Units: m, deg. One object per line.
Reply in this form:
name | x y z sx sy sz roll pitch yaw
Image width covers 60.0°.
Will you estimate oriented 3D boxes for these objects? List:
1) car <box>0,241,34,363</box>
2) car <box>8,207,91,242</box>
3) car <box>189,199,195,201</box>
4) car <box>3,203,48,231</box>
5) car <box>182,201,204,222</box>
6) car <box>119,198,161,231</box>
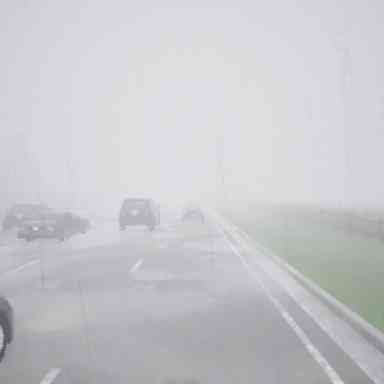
car | -3.400 1.528 2.706 1.837 1.490 4.892 0 0 0
car | -6.895 1.684 17.171 2.033 1.411 5.357 0 0 0
car | 0.035 1.840 48.346 1.801 1.575 5.366 0 -1 1
car | -10.393 1.526 22.090 2.097 1.767 4.553 0 -1 0
car | 0.102 1.755 28.820 1.812 1.442 4.674 0 -1 0
car | -3.394 1.401 22.296 2.150 2.045 5.566 0 0 0
